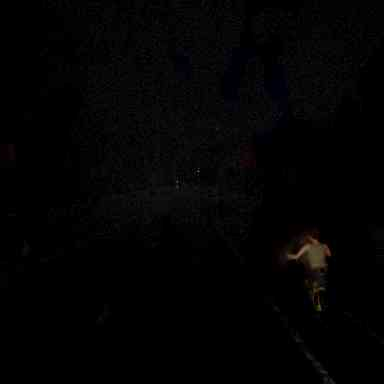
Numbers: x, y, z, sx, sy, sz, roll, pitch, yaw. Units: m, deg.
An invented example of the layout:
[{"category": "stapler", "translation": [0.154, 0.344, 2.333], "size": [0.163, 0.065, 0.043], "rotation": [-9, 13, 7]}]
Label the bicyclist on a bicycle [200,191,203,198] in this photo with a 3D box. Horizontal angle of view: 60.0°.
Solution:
[{"category": "bicyclist on a bicycle", "translation": [2.244, 0.576, 79.384], "size": [0.659, 1.776, 1.843], "rotation": [0, 1, 0]}]

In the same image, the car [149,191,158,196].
[{"category": "car", "translation": [-9.757, 0.287, 84.843], "size": [1.895, 1.301, 4.718], "rotation": [0, 1, 0]}]

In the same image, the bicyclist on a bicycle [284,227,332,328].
[{"category": "bicyclist on a bicycle", "translation": [2.171, 1.438, 6.032], "size": [0.866, 1.612, 1.509], "rotation": [0, 0, 0]}]

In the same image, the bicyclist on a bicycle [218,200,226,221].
[{"category": "bicyclist on a bicycle", "translation": [2.248, 1.420, 24.683], "size": [0.582, 1.620, 1.656], "rotation": [0, 0, 0]}]

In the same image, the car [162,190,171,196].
[{"category": "car", "translation": [-6.507, 0.216, 84.872], "size": [2.128, 1.511, 4.902], "rotation": [0, 1, 0]}]

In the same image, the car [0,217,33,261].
[{"category": "car", "translation": [-6.598, 1.476, 9.817], "size": [1.882, 1.535, 5.008], "rotation": [0, 0, 0]}]
